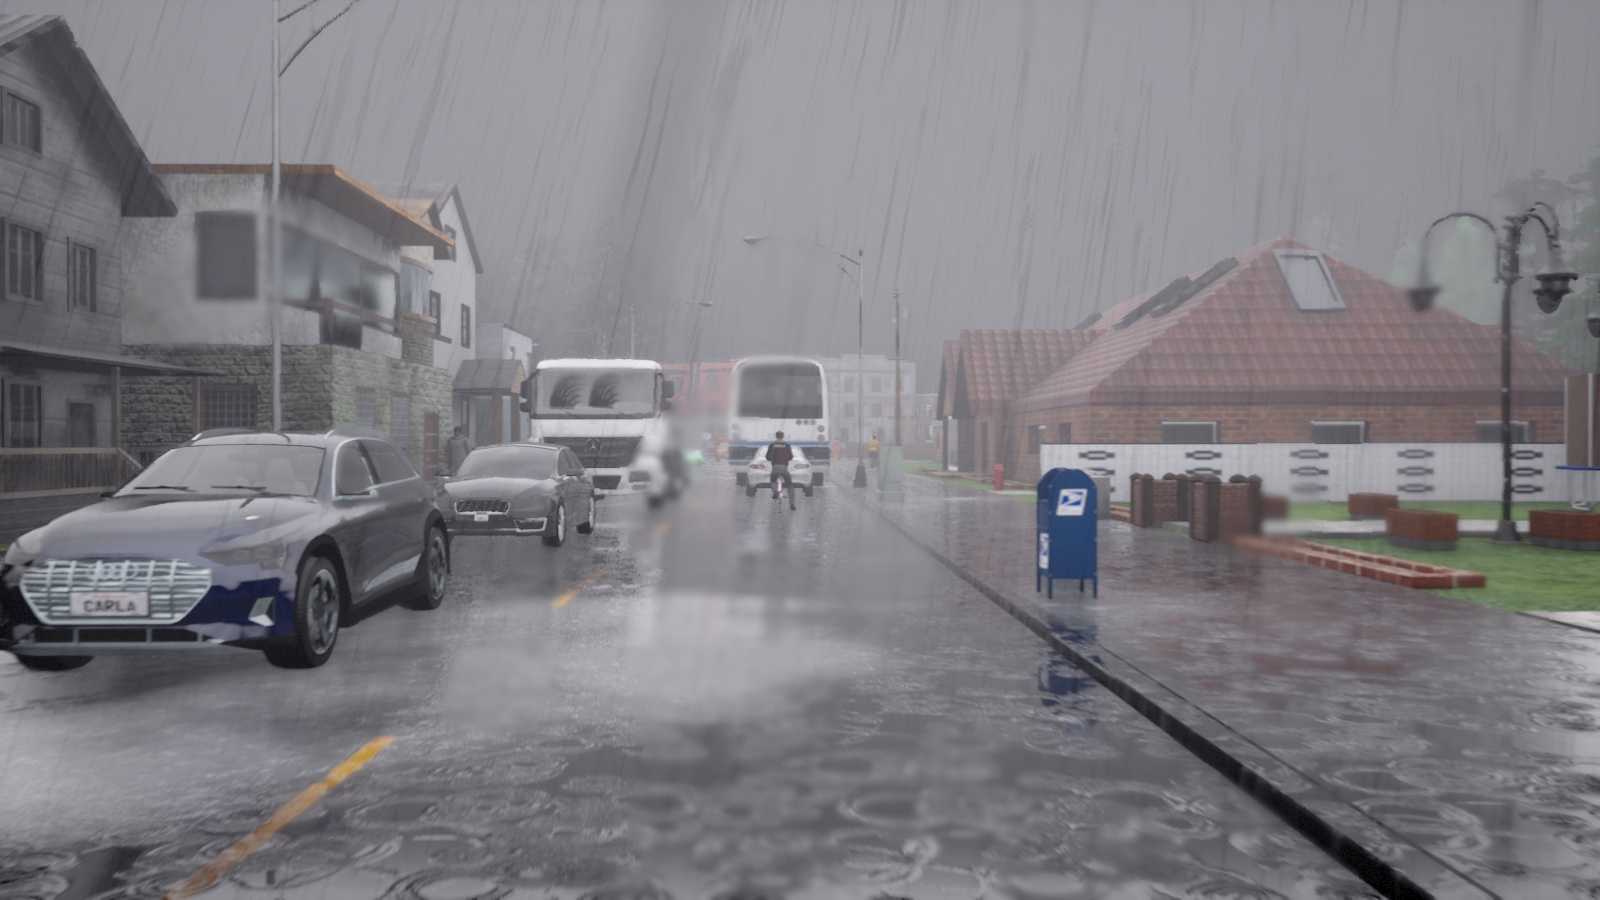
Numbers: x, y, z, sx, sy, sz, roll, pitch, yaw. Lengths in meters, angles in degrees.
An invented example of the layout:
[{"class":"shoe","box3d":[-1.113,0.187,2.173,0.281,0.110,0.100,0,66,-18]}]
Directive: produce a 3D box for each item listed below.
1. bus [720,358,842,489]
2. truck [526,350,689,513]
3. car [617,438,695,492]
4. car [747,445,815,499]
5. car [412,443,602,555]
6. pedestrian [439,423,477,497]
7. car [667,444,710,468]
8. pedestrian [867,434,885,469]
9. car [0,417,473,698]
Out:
[{"class":"bus","box3d":[-0.687,-0.889,45.809,3.944,4.253,10.273,0,0,-1]},{"class":"truck","box3d":[-4.463,-0.411,30.758,2.891,3.462,7.936,0,0,-1]},{"class":"car","box3d":[-4.621,0.443,40.900,2.033,1.649,4.856,0,0,-1]},{"class":"car","box3d":[-0.545,0.569,35.984,1.812,1.442,4.674,0,0,-1]},{"class":"car","box3d":[-4.290,0.641,19.197,1.837,1.490,4.892,0,0,-1]},{"class":"pedestrian","box3d":[-9.147,0.262,33.586,0.659,1.952,0.873,0,0,11]},{"class":"car","box3d":[-6.584,0.379,74.304,1.481,1.376,2.207,1,-1,-43]},{"class":"pedestrian","box3d":[4.021,0.082,66.715,0.874,1.855,0.900,0,0,-3]},{"class":"car","box3d":[-4.153,0.619,9.807,2.033,1.649,4.856,0,0,-1]}]
